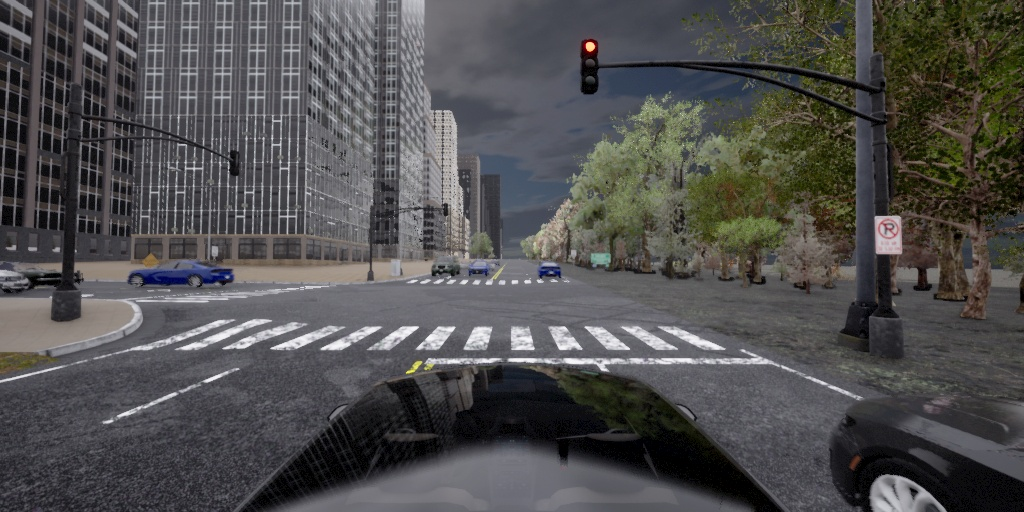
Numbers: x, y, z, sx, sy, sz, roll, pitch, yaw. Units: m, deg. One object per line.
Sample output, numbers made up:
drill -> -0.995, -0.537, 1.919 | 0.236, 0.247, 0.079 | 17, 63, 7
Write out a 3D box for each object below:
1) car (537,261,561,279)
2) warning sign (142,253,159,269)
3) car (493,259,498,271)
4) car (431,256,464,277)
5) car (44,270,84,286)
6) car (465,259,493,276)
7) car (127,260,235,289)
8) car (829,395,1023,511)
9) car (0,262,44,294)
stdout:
car -> 3.368, 1.220, 33.209 | 1.882, 1.535, 5.008 | 1, 1, 0
warning sign -> -26.156, 0.733, 25.897 | 1.060, 1.860, 1.300 | 0, 0, -4
car -> -3.338, 1.380, 48.698 | 1.895, 1.301, 4.718 | 0, 0, 0
car -> -6.595, 0.990, 36.234 | 2.150, 2.045, 5.566 | 0, 0, 0
car -> -23.212, 0.919, 16.626 | 4.718, 1.301, 1.895 | 1, -2, -4
car -> -3.339, 1.250, 37.094 | 1.882, 1.535, 5.008 | 0, 0, 0
car -> -18.565, 1.003, 20.238 | 5.008, 1.535, 1.882 | 1, -2, -1
car -> 3.349, 1.246, 0.721 | 1.837, 1.490, 4.892 | -1, -1, 0
car -> -21.418, 0.756, 13.486 | 4.674, 1.442, 1.812 | 1, -2, -4
